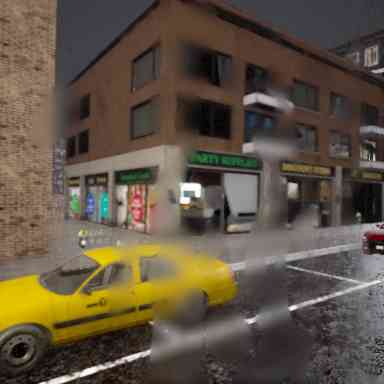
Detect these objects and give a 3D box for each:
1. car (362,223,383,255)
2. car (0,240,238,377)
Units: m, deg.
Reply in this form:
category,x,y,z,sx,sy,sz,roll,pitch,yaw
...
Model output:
category,x,y,z,sx,sy,sz,roll,pitch,yaw
car,8.023,1.596,12.262,4.507,1.381,1.887,0,1,-35
car,-1.393,1.533,5.546,4.829,1.417,1.752,0,1,-35
